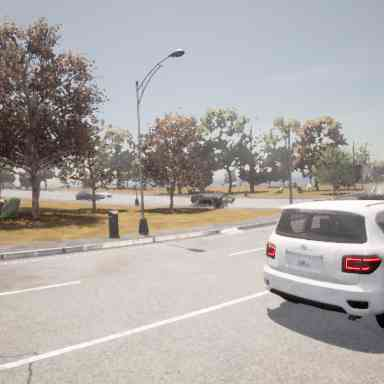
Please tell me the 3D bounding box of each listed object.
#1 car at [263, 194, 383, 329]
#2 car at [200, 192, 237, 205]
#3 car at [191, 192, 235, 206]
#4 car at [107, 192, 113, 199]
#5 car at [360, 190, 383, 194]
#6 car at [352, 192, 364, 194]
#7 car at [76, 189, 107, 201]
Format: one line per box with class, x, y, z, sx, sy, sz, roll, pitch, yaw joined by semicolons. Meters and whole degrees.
car;3.852;1.174;6.995;5.566;2.045;2.150;-1;0;-39
car;3.277;0.747;41.458;4.181;1.385;1.994;0;3;33
car;2.173;0.841;38.004;4.902;1.511;2.128;0;3;33
car;-14.739;0.326;53.117;4.674;1.442;1.812;2;4;33
car;16.964;0.593;32.595;4.718;1.301;1.895;-1;2;33
car;11.392;0.991;24.424;1.812;1.442;4.674;0;2;20
car;-15.279;0.544;49.298;4.674;1.442;1.812;2;4;33
